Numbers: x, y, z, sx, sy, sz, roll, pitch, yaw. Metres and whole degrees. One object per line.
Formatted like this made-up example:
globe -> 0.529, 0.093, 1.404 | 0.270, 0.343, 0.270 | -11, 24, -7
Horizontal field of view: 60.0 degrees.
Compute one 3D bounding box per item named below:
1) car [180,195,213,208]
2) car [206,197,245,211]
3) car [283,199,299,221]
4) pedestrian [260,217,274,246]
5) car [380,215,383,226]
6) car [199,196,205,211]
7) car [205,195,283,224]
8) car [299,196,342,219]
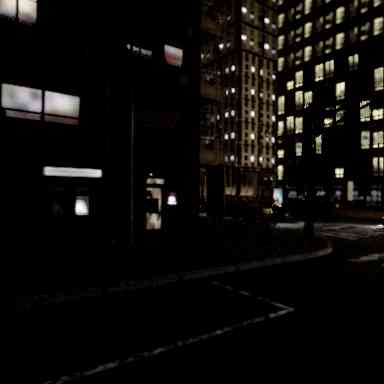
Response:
car -> 0.490, 1.181, 42.112 | 1.947, 1.339, 4.313 | 2, 0, -36
car -> 3.752, 1.286, 37.625 | 1.947, 1.339, 4.313 | 2, 0, -36
car -> 5.353, 1.362, 25.556 | 1.837, 1.490, 4.892 | 1, 1, -36
pedestrian -> 3.130, 1.234, 13.547 | 0.375, 1.860, 0.375 | 1, 0, -36
car -> 13.563, 1.635, 19.704 | 1.994, 1.385, 4.181 | 1, 1, -36
car -> -0.648, 1.156, 33.814 | 2.128, 1.511, 4.902 | 1, 1, -36
car -> 3.545, 1.152, 23.675 | 2.192, 1.841, 5.009 | 2, 0, -36
car -> 10.284, 1.244, 28.653 | 2.192, 1.841, 5.009 | 2, 0, -36
